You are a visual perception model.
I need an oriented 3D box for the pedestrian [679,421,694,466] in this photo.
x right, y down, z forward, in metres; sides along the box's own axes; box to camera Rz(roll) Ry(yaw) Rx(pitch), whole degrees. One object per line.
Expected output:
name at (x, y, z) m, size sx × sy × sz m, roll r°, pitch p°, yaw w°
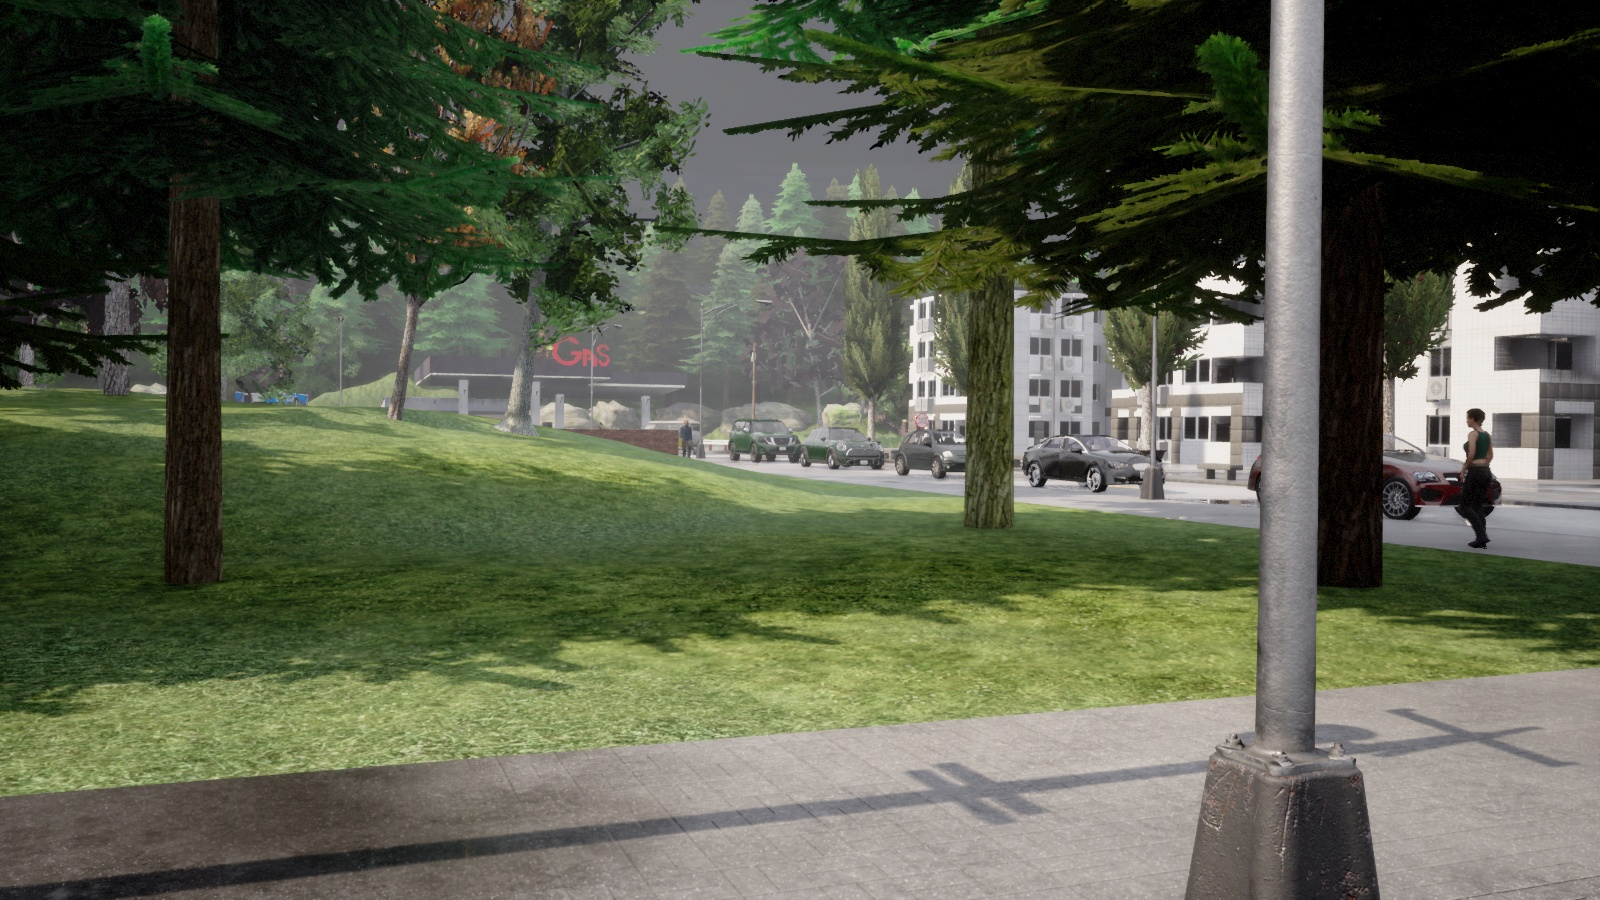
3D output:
pedestrian at (-4.678, -0.286, 51.864) m, size 0.402 × 1.842 × 0.726 m, roll -1°, pitch 1°, yaw -21°

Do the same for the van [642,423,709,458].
van at (-7.237, -0.553, 72.681) m, size 1.775 × 1.987 × 4.442 m, roll -1°, pitch 1°, yaw -37°

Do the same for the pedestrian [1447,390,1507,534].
pedestrian at (8.797, 0.147, 16.321) m, size 0.345 × 1.836 × 0.594 m, roll -1°, pitch 1°, yaw -28°

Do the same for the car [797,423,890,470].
car at (1.674, -0.177, 50.135) m, size 2.097 × 1.767 × 4.553 m, roll -1°, pitch 1°, yaw -21°

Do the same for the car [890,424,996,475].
car at (4.729, -0.040, 42.088) m, size 1.851 × 1.617 × 3.988 m, roll -1°, pitch 1°, yaw -21°

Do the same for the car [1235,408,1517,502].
car at (11.236, 0.049, 24.984) m, size 2.152 × 1.651 × 5.027 m, roll -1°, pitch 1°, yaw -21°

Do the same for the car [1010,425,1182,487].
car at (7.848, 0.118, 33.881) m, size 2.128 × 1.511 × 4.902 m, roll -1°, pitch 1°, yaw -21°

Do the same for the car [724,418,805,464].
car at (-1.750, -0.427, 59.157) m, size 2.150 × 2.045 × 5.566 m, roll -1°, pitch 1°, yaw -20°
